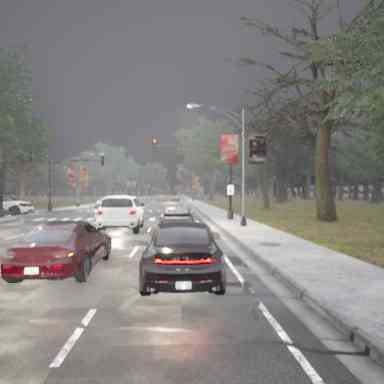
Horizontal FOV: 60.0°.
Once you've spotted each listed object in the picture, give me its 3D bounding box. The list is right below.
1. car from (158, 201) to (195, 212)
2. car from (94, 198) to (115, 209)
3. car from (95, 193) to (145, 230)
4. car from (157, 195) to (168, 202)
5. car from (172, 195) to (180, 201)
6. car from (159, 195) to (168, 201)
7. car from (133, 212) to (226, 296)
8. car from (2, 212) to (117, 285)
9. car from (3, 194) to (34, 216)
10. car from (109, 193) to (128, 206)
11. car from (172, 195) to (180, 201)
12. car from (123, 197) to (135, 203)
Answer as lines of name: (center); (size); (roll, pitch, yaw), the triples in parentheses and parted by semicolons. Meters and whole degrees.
car: (-0.872, 1.495, 18.981); (2.128, 1.511, 4.902); (0, 0, -3)
car: (-12.062, 1.543, 46.058); (1.812, 1.442, 4.674); (0, 0, -3)
car: (-4.019, 1.225, 19.312); (2.150, 2.045, 5.566); (0, 0, -5)
car: (-6.927, 1.528, 75.928); (1.882, 1.535, 5.008); (0, 0, -3)
car: (-3.681, 1.590, 76.088); (2.033, 1.411, 5.357); (0, 0, -3)
car: (-7.439, 1.470, 86.331); (2.128, 1.511, 4.902); (0, 0, -3)
car: (-0.266, 1.506, 8.666); (1.837, 1.490, 4.892); (0, 0, -3)
car: (-3.563, 1.527, 9.449); (1.812, 1.442, 4.674); (0, 0, -3)
car: (-18.060, 1.215, 31.436); (5.566, 2.045, 2.150); (0, 0, -5)
car: (-12.594, 1.247, 57.354); (2.150, 2.045, 5.566); (0, 0, -2)
car: (-4.193, 1.470, 86.491); (2.128, 1.511, 4.902); (0, 0, -3)
car: (-13.119, 1.638, 69.510); (1.895, 1.301, 4.718); (0, 0, -3)
